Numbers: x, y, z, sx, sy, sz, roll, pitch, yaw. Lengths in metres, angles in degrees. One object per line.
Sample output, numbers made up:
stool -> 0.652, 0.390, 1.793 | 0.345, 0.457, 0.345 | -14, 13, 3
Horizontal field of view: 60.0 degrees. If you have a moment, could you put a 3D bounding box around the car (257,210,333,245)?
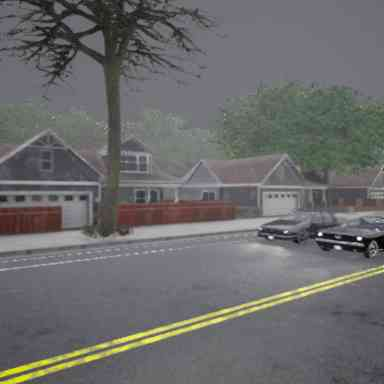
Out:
car -> 5.538, 1.573, 15.904 | 5.357, 1.411, 2.033 | 0, 0, -36

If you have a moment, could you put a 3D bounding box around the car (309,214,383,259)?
car -> 6.828, 1.620, 12.820 | 4.718, 1.301, 1.895 | 0, 0, -36
